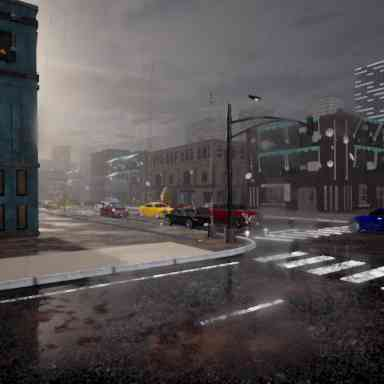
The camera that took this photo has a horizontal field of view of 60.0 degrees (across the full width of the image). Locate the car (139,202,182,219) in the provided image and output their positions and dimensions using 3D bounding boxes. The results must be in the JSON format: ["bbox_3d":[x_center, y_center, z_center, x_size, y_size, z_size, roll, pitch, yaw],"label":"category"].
[{"bbox_3d":[-3.435,1.804,32.895,1.882,1.535,5.008,-1,0,-36],"label":"car"}]

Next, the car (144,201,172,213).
[{"bbox_3d":[-4.615,1.965,44.565,1.802,1.307,4.206,-2,0,-35],"label":"car"}]

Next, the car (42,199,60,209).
[{"bbox_3d":[-24.153,2.232,57.649,1.752,1.417,4.829,-1,0,-35],"label":"car"}]

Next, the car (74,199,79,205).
[{"bbox_3d":[-27.011,2.363,76.184,1.947,1.339,4.313,-1,0,-35],"label":"car"}]

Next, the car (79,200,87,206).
[{"bbox_3d":[-20.613,2.226,67.150,1.887,1.381,4.507,-1,0,-35],"label":"car"}]

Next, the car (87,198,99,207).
[{"bbox_3d":[-17.419,1.939,62.633,2.192,1.841,5.009,-1,0,-35],"label":"car"}]

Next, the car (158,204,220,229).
[{"bbox_3d":[-0.333,1.814,23.809,1.947,1.339,4.313,-2,0,-35],"label":"car"}]

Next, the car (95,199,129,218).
[{"bbox_3d":[-8.258,1.846,35.203,1.967,1.590,4.097,-1,0,-35],"label":"car"}]

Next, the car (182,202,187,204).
[{"bbox_3d":[-1.417,1.902,40.049,1.802,1.307,4.206,-2,0,-35],"label":"car"}]

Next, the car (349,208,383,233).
[{"bbox_3d":[10.309,1.531,17.360,1.812,1.442,4.674,0,0,-12],"label":"car"}]

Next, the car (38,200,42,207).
[{"bbox_3d":[-30.650,2.375,66.822,2.008,1.369,4.403,-1,0,-35],"label":"car"}]

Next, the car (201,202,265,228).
[{"bbox_3d":[3.010,1.550,23.850,2.097,1.767,4.553,-1,0,-36],"label":"car"}]

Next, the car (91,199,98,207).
[{"bbox_3d":[-11.349,2.007,44.103,1.812,1.442,4.674,-1,0,-35],"label":"car"}]

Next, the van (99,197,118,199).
[{"bbox_3d":[-14.219,1.906,58.116,1.690,1.788,3.998,-1,0,-35],"label":"van"}]
